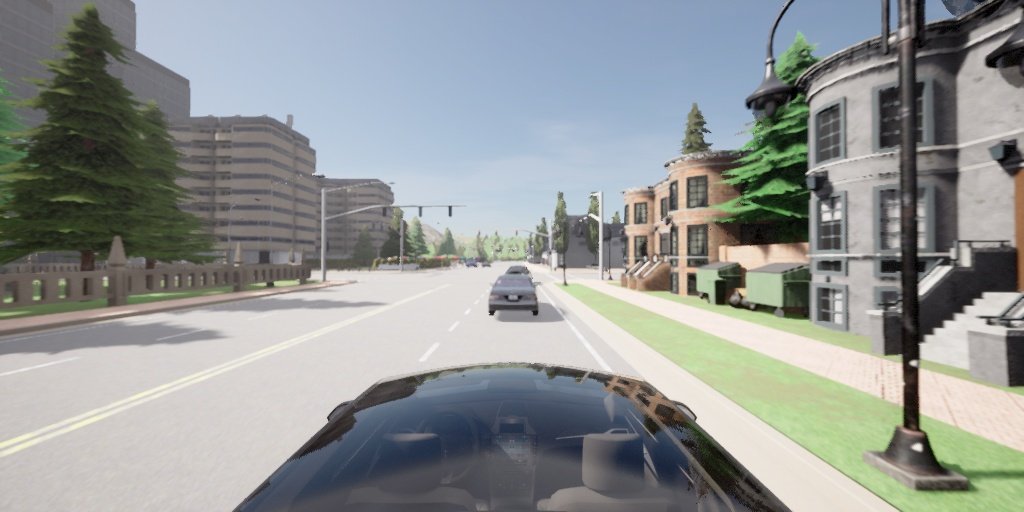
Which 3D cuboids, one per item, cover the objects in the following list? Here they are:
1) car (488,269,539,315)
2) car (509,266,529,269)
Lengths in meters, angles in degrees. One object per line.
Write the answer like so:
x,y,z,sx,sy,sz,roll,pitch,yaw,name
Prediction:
0.078,1.424,14.225,2.033,1.411,5.357,0,-1,1,car
0.621,1.544,30.148,1.837,1.490,4.892,-1,0,10,car
